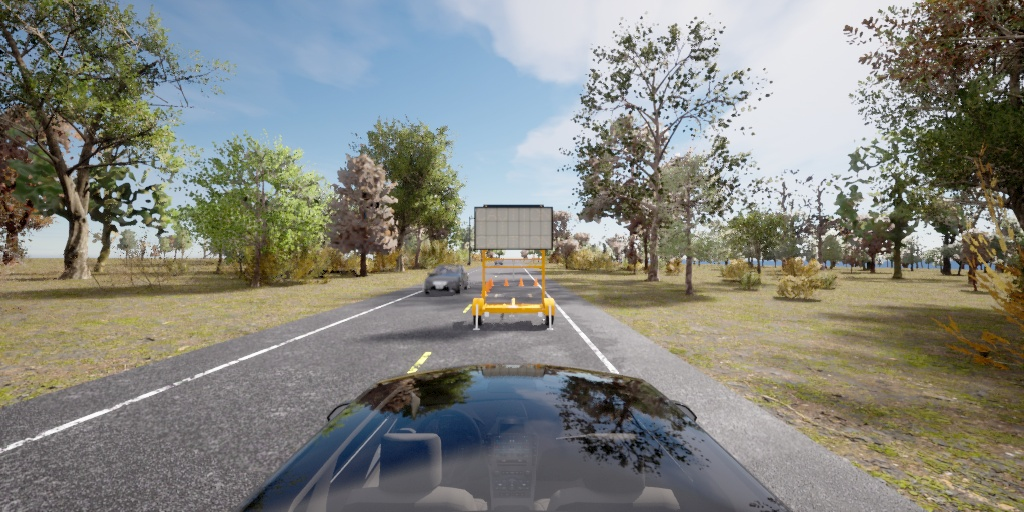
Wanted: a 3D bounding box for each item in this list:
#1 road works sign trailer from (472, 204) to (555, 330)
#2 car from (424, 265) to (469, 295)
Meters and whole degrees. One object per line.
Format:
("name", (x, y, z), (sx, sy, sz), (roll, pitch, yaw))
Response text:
("road works sign trailer", (0.050, 0.218, 11.094), (2.380, 3.560, 2.880), (0, 0, 0))
("car", (-3.513, 1.253, 19.905), (2.128, 1.511, 4.902), (0, 0, 0))
